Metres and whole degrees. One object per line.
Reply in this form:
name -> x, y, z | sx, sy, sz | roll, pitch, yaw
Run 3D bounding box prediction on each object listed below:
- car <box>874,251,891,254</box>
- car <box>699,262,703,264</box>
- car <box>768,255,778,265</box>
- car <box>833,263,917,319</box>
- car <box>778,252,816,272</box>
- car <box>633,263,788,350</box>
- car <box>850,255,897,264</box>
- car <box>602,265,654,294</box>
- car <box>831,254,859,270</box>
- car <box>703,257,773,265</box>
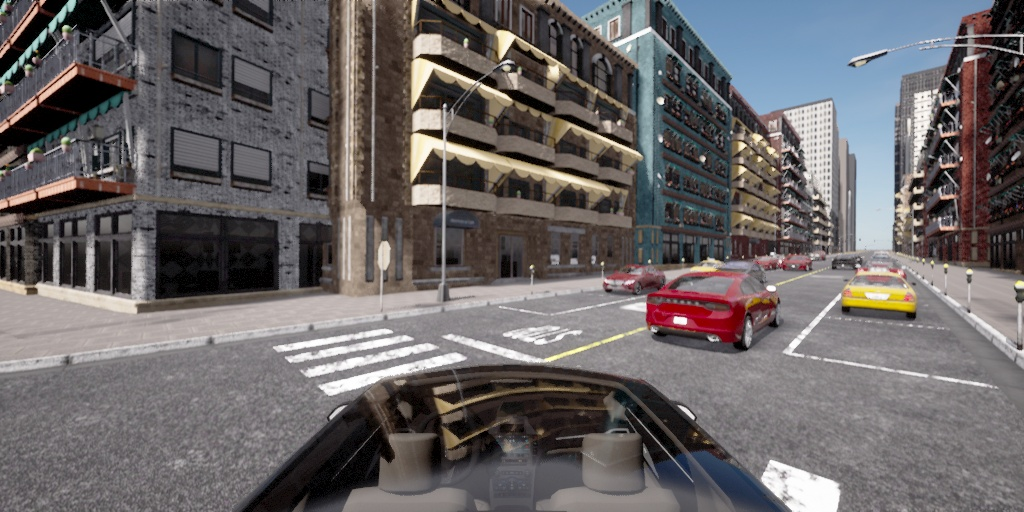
car -> 43.881, 0.461, 42.620 | 4.097, 1.591, 1.967 | 0, 0, -44
car -> 14.000, 0.909, 25.380 | 4.829, 1.417, 1.751 | 0, 0, -44
car -> 26.069, 0.725, 37.053 | 4.507, 1.381, 1.888 | 0, 0, -44
car -> 12.144, 1.093, 11.925 | 4.829, 1.417, 1.751 | 0, 0, -44
car -> 28.157, 0.673, 35.329 | 5.008, 1.535, 1.882 | -1, 1, -44
car -> 5.144, 1.112, 8.891 | 5.008, 1.535, 1.882 | -1, 1, -44
car -> 19.987, 0.874, 19.510 | 4.097, 1.591, 1.967 | 0, 0, -44
car -> 6.157, 1.099, 17.793 | 4.207, 1.307, 1.802 | 0, 0, -44
car -> 34.462, 0.643, 37.119 | 4.892, 1.490, 1.837 | -1, 1, -44
car -> 13.553, 0.987, 21.341 | 5.357, 1.411, 2.033 | -1, 1, -44
